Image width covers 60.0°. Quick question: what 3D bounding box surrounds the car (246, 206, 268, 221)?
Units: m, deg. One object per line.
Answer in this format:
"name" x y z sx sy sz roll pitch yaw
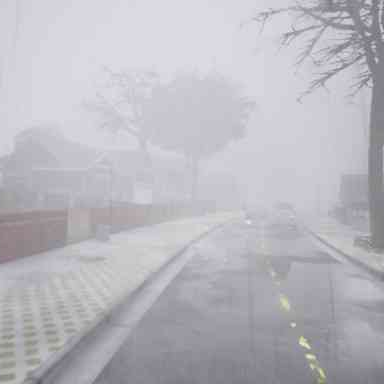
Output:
"car" 7.080 2.262 35.762 1.812 1.442 4.674 3 -1 17

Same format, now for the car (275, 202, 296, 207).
"car" 10.641 2.163 38.252 2.150 2.045 5.566 3 0 19

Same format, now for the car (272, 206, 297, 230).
"car" 7.484 2.184 26.982 1.812 1.442 4.674 3 -1 14
